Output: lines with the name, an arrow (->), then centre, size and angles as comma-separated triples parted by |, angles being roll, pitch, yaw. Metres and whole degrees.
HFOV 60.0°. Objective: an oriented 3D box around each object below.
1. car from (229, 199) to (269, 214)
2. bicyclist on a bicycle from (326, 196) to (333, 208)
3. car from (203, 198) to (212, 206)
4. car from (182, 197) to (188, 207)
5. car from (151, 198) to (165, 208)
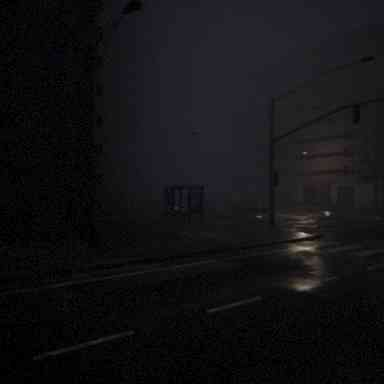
car -> 6.280, 1.563, 36.636 | 1.882, 1.535, 5.008 | 0, 0, -37
bicyclist on a bicycle -> 18.417, 1.396, 44.579 | 1.656, 1.620, 0.582 | 0, 0, -37
car -> 1.026, 1.647, 55.566 | 2.033, 1.411, 5.357 | 0, 0, -37
car -> -1.781, 1.589, 53.475 | 2.128, 1.511, 4.902 | 0, 0, -37
car -> -4.587, 1.688, 51.384 | 1.994, 1.385, 4.181 | 0, 0, -37
